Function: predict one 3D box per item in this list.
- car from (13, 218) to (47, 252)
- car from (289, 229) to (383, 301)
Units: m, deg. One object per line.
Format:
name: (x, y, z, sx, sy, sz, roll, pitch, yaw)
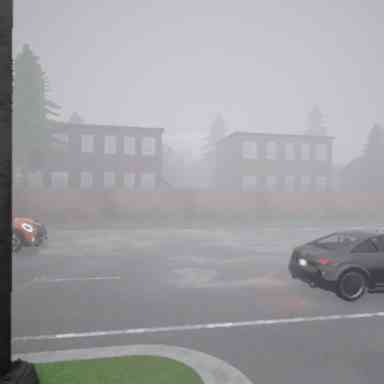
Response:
car: (-8.111, 1.309, 12.837, 4.553, 1.767, 2.097, 1, 0, -11)
car: (4.566, 1.636, 8.159, 4.181, 1.385, 1.994, 1, 0, -11)
